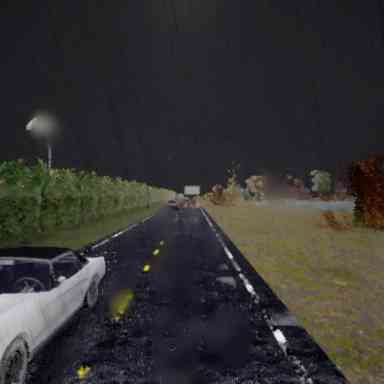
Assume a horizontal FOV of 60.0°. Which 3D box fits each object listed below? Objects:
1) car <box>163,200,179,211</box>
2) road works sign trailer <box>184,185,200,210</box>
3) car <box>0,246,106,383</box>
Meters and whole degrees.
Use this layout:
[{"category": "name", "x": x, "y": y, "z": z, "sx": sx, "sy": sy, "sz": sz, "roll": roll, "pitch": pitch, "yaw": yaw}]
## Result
[{"category": "car", "x": -2.812, "y": 1.773, "z": 45.586, "sx": 1.882, "sy": 1.535, "sz": 5.008, "roll": 0, "pitch": 0, "yaw": 0}, {"category": "road works sign trailer", "x": 0.025, "y": 0.786, "z": 49.027, "sx": 2.380, "sy": 3.560, "sz": 2.880, "roll": 0, "pitch": 0, "yaw": 0}, {"category": "car", "x": -2.848, "y": 1.630, "z": 5.213, "sx": 1.895, "sy": 1.301, "sz": 4.718, "roll": 0, "pitch": 0, "yaw": 0}]
